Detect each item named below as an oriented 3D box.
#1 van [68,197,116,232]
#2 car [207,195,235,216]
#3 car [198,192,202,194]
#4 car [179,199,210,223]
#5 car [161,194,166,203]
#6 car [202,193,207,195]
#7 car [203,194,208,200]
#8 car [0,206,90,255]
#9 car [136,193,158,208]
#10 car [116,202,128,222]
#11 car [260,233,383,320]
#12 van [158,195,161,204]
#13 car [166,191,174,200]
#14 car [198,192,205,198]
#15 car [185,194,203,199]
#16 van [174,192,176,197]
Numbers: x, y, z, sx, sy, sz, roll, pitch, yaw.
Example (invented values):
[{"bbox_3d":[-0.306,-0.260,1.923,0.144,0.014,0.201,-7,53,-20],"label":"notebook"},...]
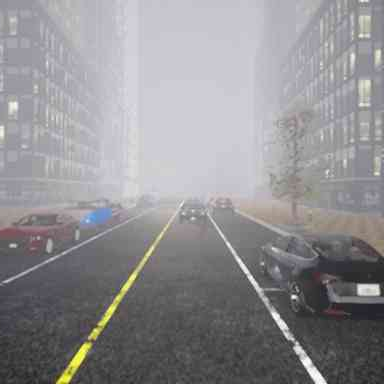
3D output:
[{"bbox_3d":[-5.704,1.201,18.528,1.690,1.788,3.998,0,0,0],"label":"van"},{"bbox_3d":[2.666,1.212,29.906,1.967,1.590,4.097,0,0,0],"label":"car"},{"bbox_3d":[2.623,0.849,75.440,1.967,1.590,4.097,0,0,0],"label":"car"},{"bbox_3d":[0.078,1.421,23.739,1.895,1.301,4.718,0,0,0],"label":"car"},{"bbox_3d":[-5.737,1.158,52.682,1.947,1.339,4.313,0,0,0],"label":"car"},{"bbox_3d":[2.649,1.161,47.153,1.752,1.417,4.829,0,0,0],"label":"car"},{"bbox_3d":[2.654,1.264,41.291,1.802,1.307,4.206,0,0,0],"label":"car"},{"bbox_3d":[-5.699,1.448,12.837,1.887,1.381,4.507,0,0,0],"label":"car"},{"bbox_3d":[-5.725,1.123,41.296,1.967,1.590,4.097,0,0,0],"label":"car"},{"bbox_3d":[-5.710,1.398,24.222,1.802,1.307,4.206,0,0,0],"label":"car"},{"bbox_3d":[2.687,1.512,7.141,1.947,1.339,4.313,0,0,0],"label":"car"},{"bbox_3d":[-5.730,0.978,46.988,1.690,1.788,3.998,0,0,0],"label":"van"},{"bbox_3d":[-5.758,0.935,75.279,1.752,1.417,4.829,0,0,0],"label":"car"},{"bbox_3d":[2.607,0.820,92.516,2.008,1.369,4.403,0,0,0],"label":"car"},{"bbox_3d":[0.061,1.244,41.639,1.994,1.385,4.181,0,1,0],"label":"car"},{"bbox_3d":[-5.768,0.657,86.832,1.690,1.788,3.998,0,0,0],"label":"van"}]
